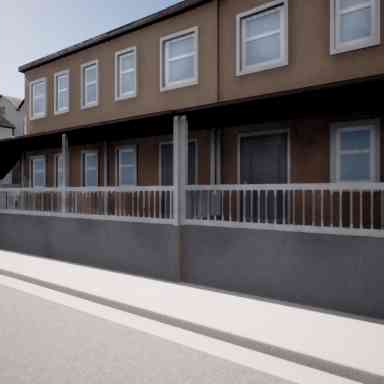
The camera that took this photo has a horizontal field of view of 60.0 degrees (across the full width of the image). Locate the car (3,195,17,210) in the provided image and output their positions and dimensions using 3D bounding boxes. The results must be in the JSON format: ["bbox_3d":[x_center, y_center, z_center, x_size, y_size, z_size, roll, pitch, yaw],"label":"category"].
[{"bbox_3d":[-15.560,1.057,28.146,1.994,1.385,4.181,0,14,35],"label":"car"}]
